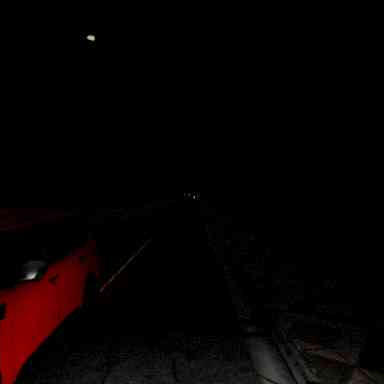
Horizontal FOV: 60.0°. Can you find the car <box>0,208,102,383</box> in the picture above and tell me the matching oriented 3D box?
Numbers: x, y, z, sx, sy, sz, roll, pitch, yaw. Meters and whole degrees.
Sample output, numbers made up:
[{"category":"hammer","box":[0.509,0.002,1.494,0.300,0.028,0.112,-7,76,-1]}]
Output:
[{"category":"car","box":[-2.758,1.276,4.225,2.150,2.045,5.566,0,-1,-1]}]
